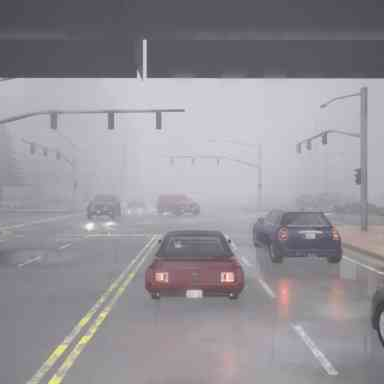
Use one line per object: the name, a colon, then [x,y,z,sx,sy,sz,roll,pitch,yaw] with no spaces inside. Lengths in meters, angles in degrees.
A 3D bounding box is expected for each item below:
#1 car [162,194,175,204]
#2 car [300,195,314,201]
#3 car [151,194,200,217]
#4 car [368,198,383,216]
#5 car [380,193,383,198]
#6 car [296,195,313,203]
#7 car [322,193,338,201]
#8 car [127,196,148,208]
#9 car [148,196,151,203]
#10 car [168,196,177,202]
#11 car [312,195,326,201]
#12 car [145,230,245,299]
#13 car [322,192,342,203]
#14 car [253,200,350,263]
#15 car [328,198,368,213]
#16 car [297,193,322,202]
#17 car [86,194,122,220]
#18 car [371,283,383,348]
car: [-4.557,1.352,64.714,2.097,1.767,4.553,0,0,0]
car: [27.911,1.395,80.742,1.970,1.475,3.806,0,0,0]
car: [-1.494,1.223,32.222,2.150,2.045,5.566,-1,0,-34]
car: [19.253,1.505,30.430,4.892,1.490,1.837,0,0,1]
car: [39.086,1.153,65.764,1.932,1.855,4.605,0,0,0]
car: [22.189,1.395,65.623,1.970,1.475,3.806,0,0,0]
car: [33.489,1.153,80.809,1.932,1.855,4.605,0,0,0]
car: [-8.000,1.352,47.808,2.097,1.767,4.553,0,0,0]
car: [-8.045,1.477,68.043,1.882,1.535,5.008,0,0,0]
car: [-4.614,1.583,79.576,1.895,1.301,4.718,0,0,0]
car: [30.806,1.364,80.750,1.784,1.438,3.905,0,0,0]
car: [0.066,1.601,8.384,1.895,1.301,4.718,0,0,0]
car: [19.536,1.156,48.148,1.905,1.878,3.866,0,0,0]
car: [3.580,1.352,12.150,2.097,1.767,4.553,0,0,0]
car: [16.667,1.564,33.962,4.181,1.385,1.994,0,0,1]
car: [16.642,1.153,48.193,1.932,1.855,4.605,0,0,0]
car: [-7.468,1.221,28.735,2.150,2.045,5.566,0,0,-3]
car: [3.600,1.505,3.062,1.837,1.490,4.892,0,0,0]
